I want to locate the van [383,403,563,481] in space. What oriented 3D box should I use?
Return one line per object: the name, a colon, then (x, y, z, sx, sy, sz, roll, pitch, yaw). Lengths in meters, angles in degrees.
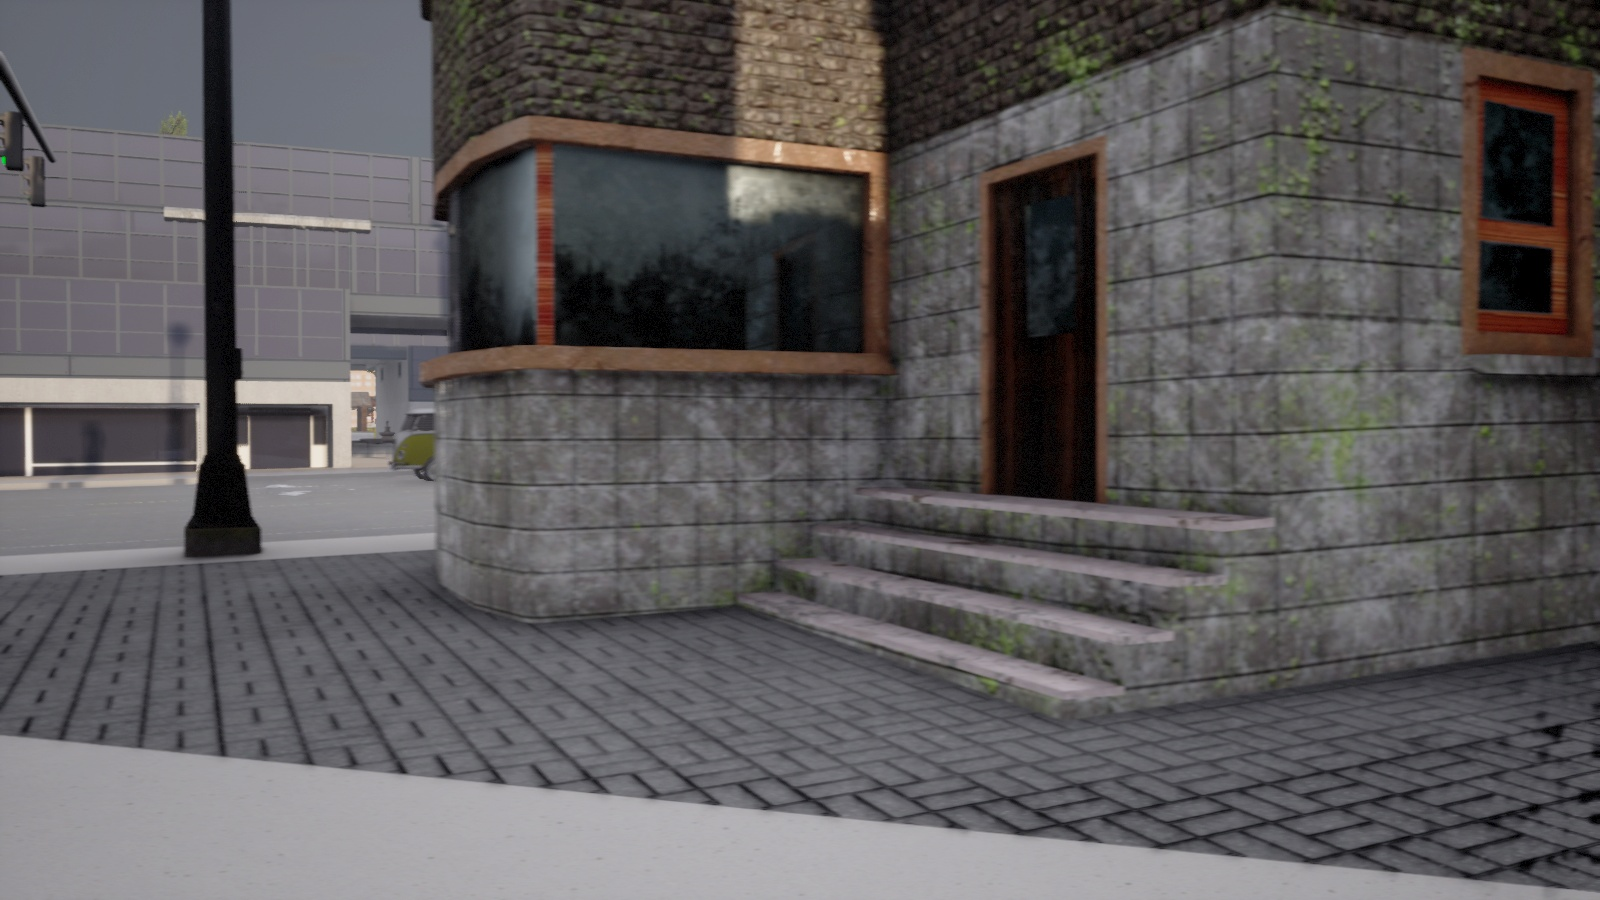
van: (-8.934, -0.256, 34.341, 4.442, 1.987, 1.775, -2, 2, -26)
